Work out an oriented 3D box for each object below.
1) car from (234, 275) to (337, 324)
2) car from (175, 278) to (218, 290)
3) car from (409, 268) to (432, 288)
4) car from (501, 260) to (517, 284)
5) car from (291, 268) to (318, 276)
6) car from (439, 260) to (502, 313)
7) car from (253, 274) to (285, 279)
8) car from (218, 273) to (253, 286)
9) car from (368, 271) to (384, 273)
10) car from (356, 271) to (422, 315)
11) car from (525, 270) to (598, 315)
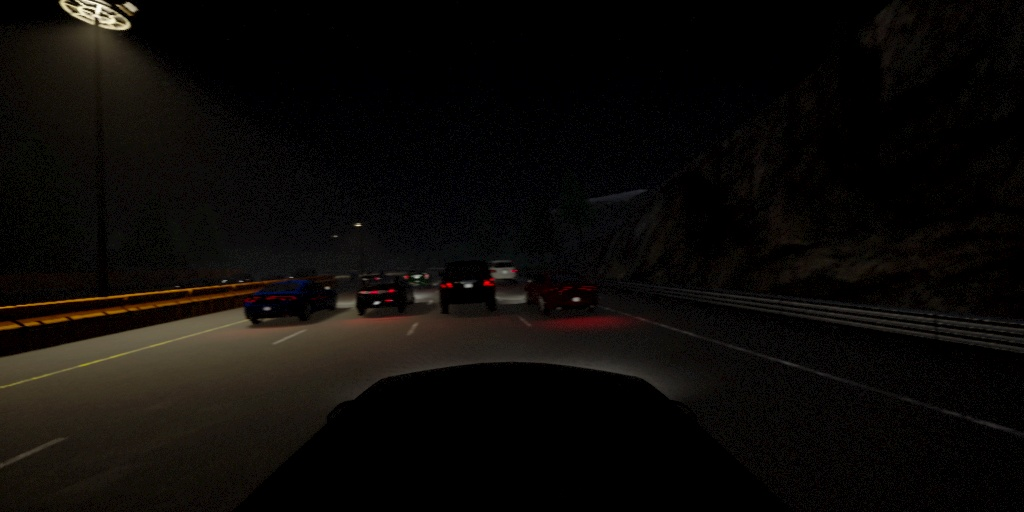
[{"bbox_3d":[-8.925,1.750,14.959,1.882,1.535,5.008,-2,-1,-9],"label":"car"},{"bbox_3d":[-35.611,3.204,40.747,2.033,1.411,5.357,-2,-1,-16],"label":"car"},{"bbox_3d":[-8.049,1.792,30.969,2.097,1.767,4.553,-2,-1,-10],"label":"car"},{"bbox_3d":[-1.022,1.393,31.469,2.150,2.045,5.566,-2,0,-10],"label":"car"},{"bbox_3d":[-25.908,2.546,44.819,2.150,2.045,5.566,-2,-1,-17],"label":"car"},{"bbox_3d":[-1.987,1.229,15.804,2.150,2.045,5.566,-2,-1,-8],"label":"car"},{"bbox_3d":[-29.394,2.946,44.229,2.128,1.511,4.902,-2,-1,-17],"label":"car"},{"bbox_3d":[-32.712,2.924,43.090,2.097,1.767,4.553,-2,-1,-17],"label":"car"},{"bbox_3d":[-11.571,2.071,30.817,2.128,1.511,4.902,-2,-1,-11],"label":"car"},{"bbox_3d":[-5.574,1.646,16.202,2.128,1.511,4.902,-2,-1,-9],"label":"car"},{"bbox_3d":[1.772,1.318,14.356,1.882,1.535,5.008,-2,0,-8],"label":"car"}]
